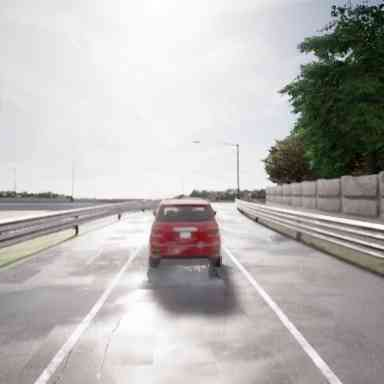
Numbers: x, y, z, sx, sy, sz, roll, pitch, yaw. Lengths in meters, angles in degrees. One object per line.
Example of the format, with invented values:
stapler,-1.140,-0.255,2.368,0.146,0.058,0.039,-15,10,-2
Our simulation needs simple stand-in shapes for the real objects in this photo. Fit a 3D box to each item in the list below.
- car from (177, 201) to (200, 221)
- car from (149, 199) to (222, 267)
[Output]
car,-0.234,1.609,28.964,1.812,1.442,4.674,0,0,2
car,-0.246,1.262,11.755,2.150,2.045,5.566,0,0,-1
